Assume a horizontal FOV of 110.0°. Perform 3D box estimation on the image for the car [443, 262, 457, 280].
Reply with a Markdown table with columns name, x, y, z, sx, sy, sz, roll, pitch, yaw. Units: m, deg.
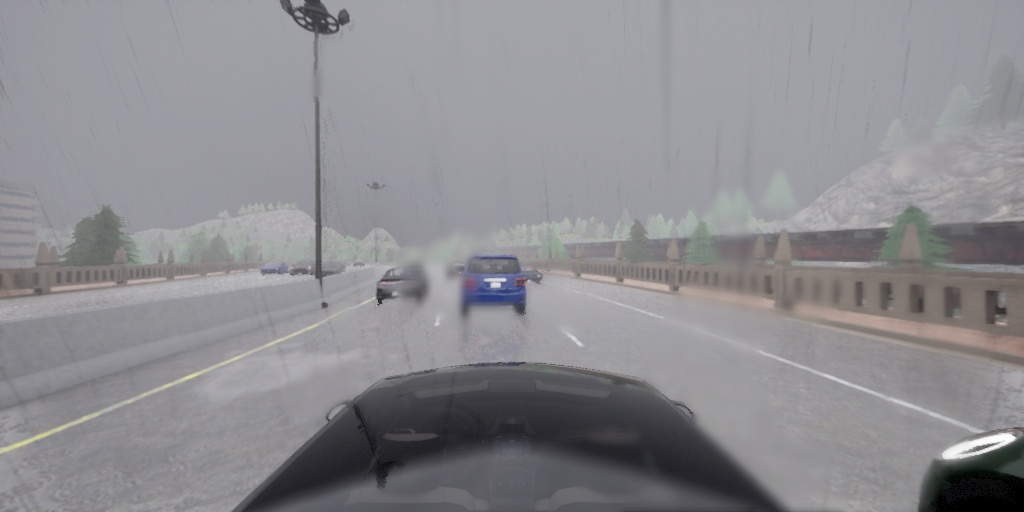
| name | x | y | z | sx | sy | sz | roll | pitch | yaw |
| --- | --- | --- | --- | --- | --- | --- | --- | --- | --- |
| car | -4.724 | 1.265 | 31.344 | 1.812 | 1.442 | 4.674 | 0 | 0 | -17 |

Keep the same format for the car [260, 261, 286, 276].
| name | x | y | z | sx | sy | sz | roll | pitch | yaw |
| --- | --- | --- | --- | --- | --- | --- | --- | --- | --- |
| car | -26.466 | 1.366 | 40.117 | 1.882 | 1.535 | 5.008 | 0 | 0 | -20 |

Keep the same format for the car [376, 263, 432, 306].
| name | x | y | z | sx | sy | sz | roll | pitch | yaw |
| --- | --- | --- | --- | --- | --- | --- | --- | --- | --- |
| car | -4.736 | 1.249 | 16.048 | 2.128 | 1.511 | 4.902 | 0 | 0 | -9 |

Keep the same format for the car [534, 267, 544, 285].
| name | x | y | z | sx | sy | sz | roll | pitch | yaw |
| --- | --- | --- | --- | --- | --- | --- | --- | --- | --- |
| car | 0.660 | 1.316 | 25.040 | 1.895 | 1.301 | 4.718 | 0 | 0 | -13 |

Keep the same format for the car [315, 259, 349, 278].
| name | x | y | z | sx | sy | sz | roll | pitch | yaw |
| --- | --- | --- | --- | --- | --- | --- | --- | --- | --- |
| car | -16.519 | 1.328 | 33.208 | 1.837 | 1.490 | 4.892 | 0 | 0 | -19 |

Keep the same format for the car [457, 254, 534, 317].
| name | x | y | z | sx | sy | sz | roll | pitch | yaw |
| --- | --- | --- | --- | --- | --- | --- | --- | --- | --- |
| car | -0.800 | 0.961 | 13.407 | 2.150 | 2.045 | 5.566 | 0 | 0 | -7 |

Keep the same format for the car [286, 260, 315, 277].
| name | x | y | z | sx | sy | sz | roll | pitch | yaw |
| --- | --- | --- | --- | --- | --- | --- | --- | --- | --- |
| car | -21.974 | 1.208 | 38.022 | 2.097 | 1.767 | 4.553 | 0 | 0 | -20 |

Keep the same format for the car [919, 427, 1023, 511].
| name | x | y | z | sx | sy | sz | roll | pitch | yaw |
| --- | --- | --- | --- | --- | --- | --- | --- | --- | --- |
| car | 3.414 | 1.090 | 0.159 | 2.097 | 1.767 | 4.553 | 0 | 0 | 1 |
